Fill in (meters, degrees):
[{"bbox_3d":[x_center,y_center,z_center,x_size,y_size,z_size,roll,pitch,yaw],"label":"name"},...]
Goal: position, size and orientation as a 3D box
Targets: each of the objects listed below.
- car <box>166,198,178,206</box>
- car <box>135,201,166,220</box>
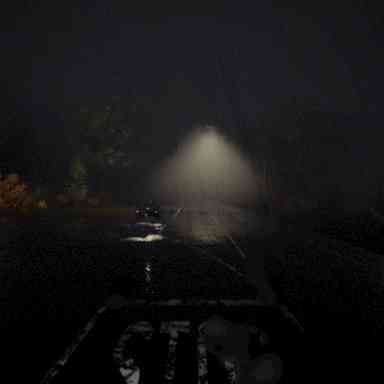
[{"bbox_3d":[-3.444,1.636,55.899,1.994,1.385,4.181,0,0,0],"label":"car"},{"bbox_3d":[-3.402,1.475,27.014,1.812,1.442,4.674,1,-1,0],"label":"car"}]
